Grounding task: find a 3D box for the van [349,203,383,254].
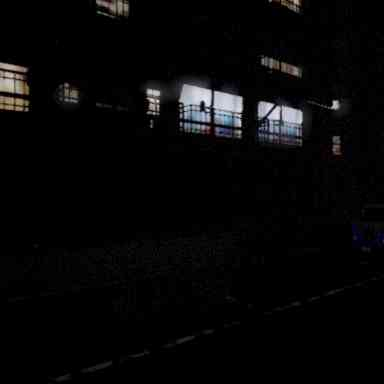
[{"bbox_3d":[7.194,1.258,11.687,3.998,1.788,1.690,0,1,-36],"label":"van"}]
